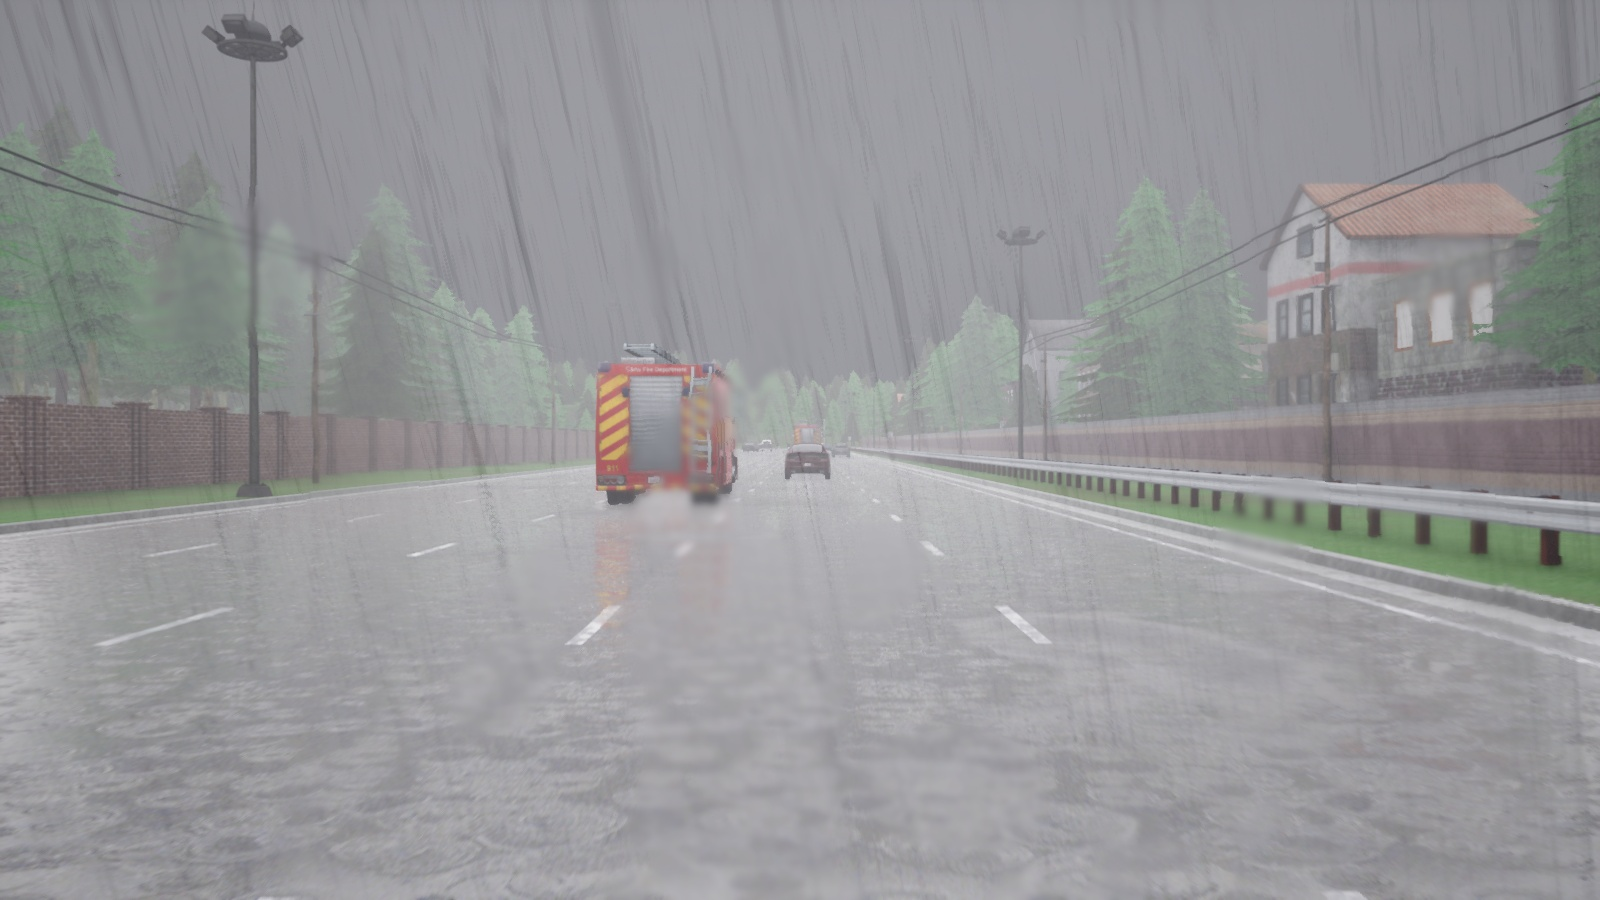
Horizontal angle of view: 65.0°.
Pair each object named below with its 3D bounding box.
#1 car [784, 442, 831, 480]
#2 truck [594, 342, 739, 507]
[{"bbox_3d":[0.320,0.424,53.309,1.882,1.535,5.008,0,0,0],"label":"car"},{"bbox_3d":[-3.294,-0.609,33.333,2.891,3.827,8.468,0,0,0],"label":"truck"}]
